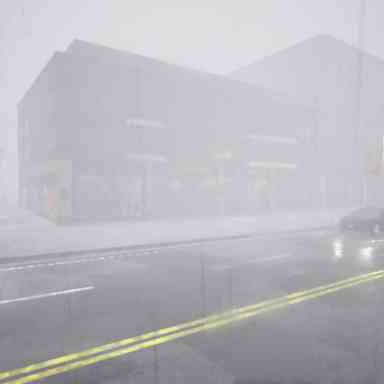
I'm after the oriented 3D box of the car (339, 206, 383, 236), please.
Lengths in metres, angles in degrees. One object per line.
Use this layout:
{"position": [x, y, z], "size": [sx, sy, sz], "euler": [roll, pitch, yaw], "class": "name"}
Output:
{"position": [10.439, 1.565, 19.037], "size": [5.008, 1.535, 1.882], "euler": [1, 0, -35], "class": "car"}
